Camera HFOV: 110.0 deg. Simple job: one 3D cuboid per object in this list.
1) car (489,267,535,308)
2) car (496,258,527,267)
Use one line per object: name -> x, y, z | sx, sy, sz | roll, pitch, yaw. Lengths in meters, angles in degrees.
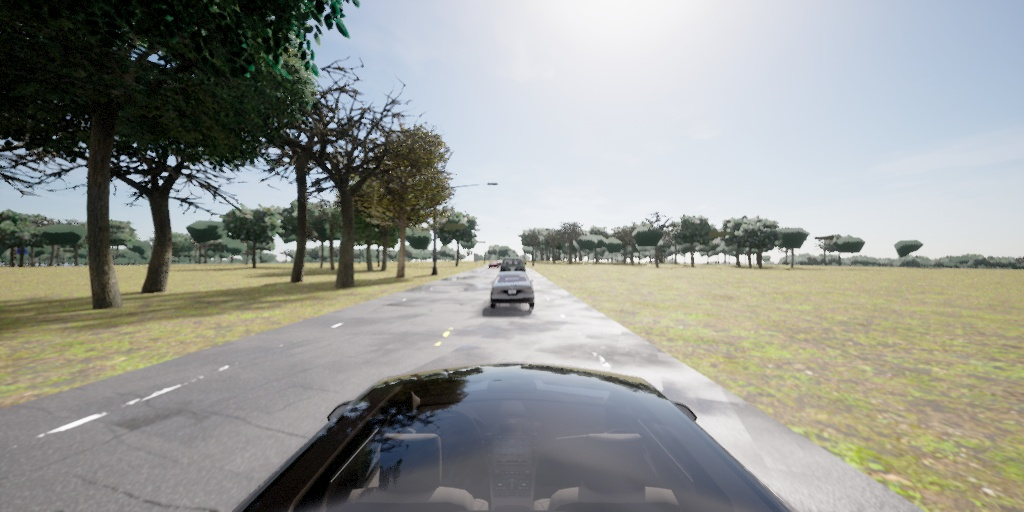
car -> 0.010, 1.392, 15.813 | 2.033, 1.411, 5.357 | -1, 0, 0
car -> 0.066, 1.149, 30.833 | 2.150, 2.045, 5.566 | 0, 0, 0
